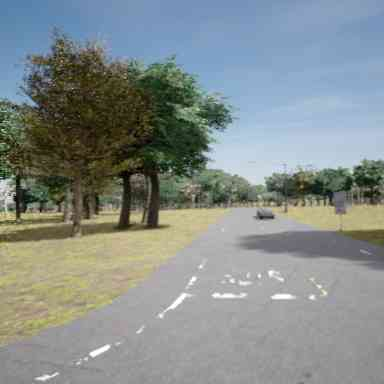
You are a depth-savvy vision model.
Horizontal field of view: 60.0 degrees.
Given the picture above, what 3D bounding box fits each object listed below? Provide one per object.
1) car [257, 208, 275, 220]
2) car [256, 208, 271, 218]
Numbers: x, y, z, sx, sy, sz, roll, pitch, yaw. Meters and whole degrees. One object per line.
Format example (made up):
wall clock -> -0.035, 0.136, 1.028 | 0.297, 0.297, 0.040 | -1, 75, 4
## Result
car -> 10.635, 3.168, 47.183 | 1.994, 1.385, 4.181 | -1, -2, 9
car -> 11.571, 3.355, 54.051 | 2.033, 1.411, 5.357 | -1, -2, 8
